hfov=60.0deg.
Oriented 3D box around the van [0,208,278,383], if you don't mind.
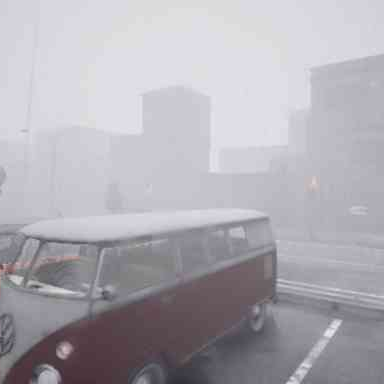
[{"bbox_3d":[-0.428,1.257,4.556,1.878,1.987,4.442,0,0,36],"label":"van"}]
